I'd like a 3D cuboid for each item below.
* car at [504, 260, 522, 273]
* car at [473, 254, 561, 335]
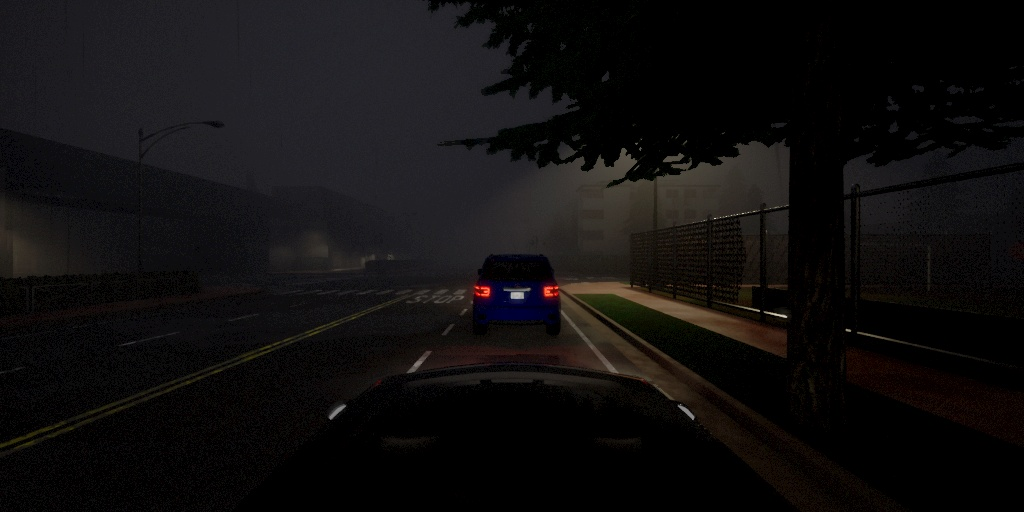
[{"bbox_3d":[0.069,1.242,45.524,2.128,1.511,4.902,0,0,0],"label":"car"},{"bbox_3d":[0.124,0.972,10.649,2.150,2.045,5.566,0,0,0],"label":"car"}]
